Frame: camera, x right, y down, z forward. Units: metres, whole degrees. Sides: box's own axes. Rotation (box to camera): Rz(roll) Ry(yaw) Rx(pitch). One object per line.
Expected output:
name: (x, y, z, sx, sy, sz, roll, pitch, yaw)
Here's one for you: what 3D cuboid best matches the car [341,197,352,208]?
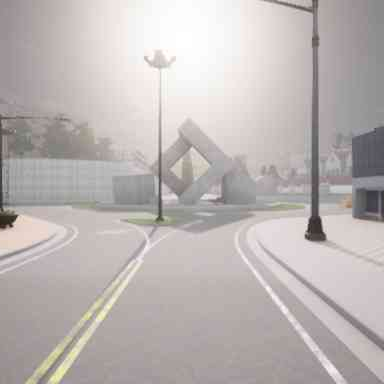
car: (22.279, 1.384, 46.549, 1.882, 1.535, 5.008, 1, 0, 14)
